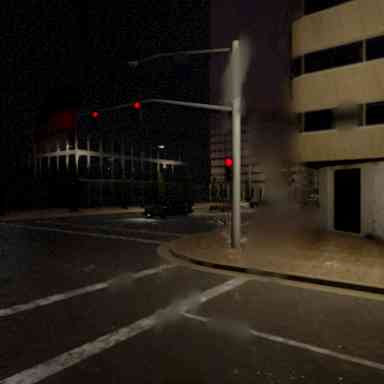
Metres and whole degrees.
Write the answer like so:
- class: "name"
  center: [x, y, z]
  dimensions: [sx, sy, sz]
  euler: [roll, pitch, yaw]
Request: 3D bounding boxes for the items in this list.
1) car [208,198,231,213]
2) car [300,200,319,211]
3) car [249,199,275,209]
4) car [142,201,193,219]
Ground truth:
- class: "car"
  center: [3.719, 1.491, 37.915]
  dimensions: [1.882, 1.535, 5.008]
  euler: [0, 0, 36]
- class: "car"
  center: [14.946, 1.608, 41.097]
  dimensions: [1.895, 1.301, 4.718]
  euler: [0, 0, 36]
- class: "car"
  center: [9.670, 1.613, 46.049]
  dimensions: [1.895, 1.301, 4.718]
  euler: [0, 0, 36]
- class: "car"
  center: [-2.048, 1.561, 30.003]
  dimensions: [2.033, 1.411, 5.357]
  euler: [0, 0, 36]
